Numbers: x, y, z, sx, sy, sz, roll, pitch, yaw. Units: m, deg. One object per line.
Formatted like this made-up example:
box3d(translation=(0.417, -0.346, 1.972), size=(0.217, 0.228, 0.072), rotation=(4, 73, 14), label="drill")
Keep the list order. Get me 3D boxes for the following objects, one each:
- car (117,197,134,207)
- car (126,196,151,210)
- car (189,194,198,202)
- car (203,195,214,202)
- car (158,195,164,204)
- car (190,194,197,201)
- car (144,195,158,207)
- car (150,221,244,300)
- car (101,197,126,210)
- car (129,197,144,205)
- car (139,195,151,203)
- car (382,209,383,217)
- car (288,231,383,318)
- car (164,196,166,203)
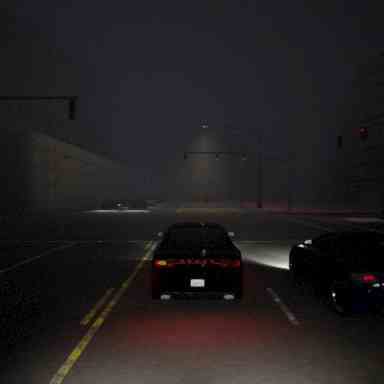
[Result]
box3d(translation=(-10.346, 1.525, 51.983), size=(1.812, 1.442, 4.674), rotation=(0, 0, 0), label="car")
box3d(translation=(-6.896, 1.564, 43.269), size=(1.994, 1.385, 4.181), rotation=(0, 0, 0), label="car")
box3d(translation=(0.331, 1.515, 73.032), size=(1.812, 1.442, 4.674), rotation=(0, 0, 0), label="car")
box3d(translation=(3.844, 1.524, 72.612), size=(1.812, 1.442, 4.674), rotation=(0, 0, 0), label="car")
box3d(translation=(-6.789, 1.504, 61.272), size=(1.837, 1.490, 4.892), rotation=(0, 0, 1), label="car")
box3d(translation=(0.377, 1.365, 83.033), size=(1.882, 1.535, 5.008), rotation=(0, 0, 0), label="car")
box3d(translation=(-6.844, 1.525, 52.027), size=(1.812, 1.442, 4.674), rotation=(0, 0, 0), label="car")
box3d(translation=(0.108, 1.478, 8.438), size=(1.882, 1.535, 5.008), rotation=(0, 0, 0), label="car")
box3d(translation=(-10.398, 1.564, 43.230), size=(1.994, 1.385, 4.181), rotation=(0, 0, 0), label="car")
box3d(translation=(-10.281, 1.563, 61.883), size=(1.994, 1.385, 4.181), rotation=(0, 0, 1), label="car")
box3d(translation=(-10.173, 1.475, 72.298), size=(1.882, 1.535, 5.008), rotation=(0, 0, 0), label="car")
box3d(translation=(18.051, 1.352, 27.110), size=(4.553, 1.767, 2.097), rotation=(0, 0, 0), label="car")
box3d(translation=(3.607, 1.564, 7.461), size=(1.994, 1.385, 4.181), rotation=(0, 0, 0), label="car")
box3d(translation=(-6.677, 1.499, 71.448), size=(1.837, 1.490, 4.892), rotation=(0, 0, 0), label="car")
